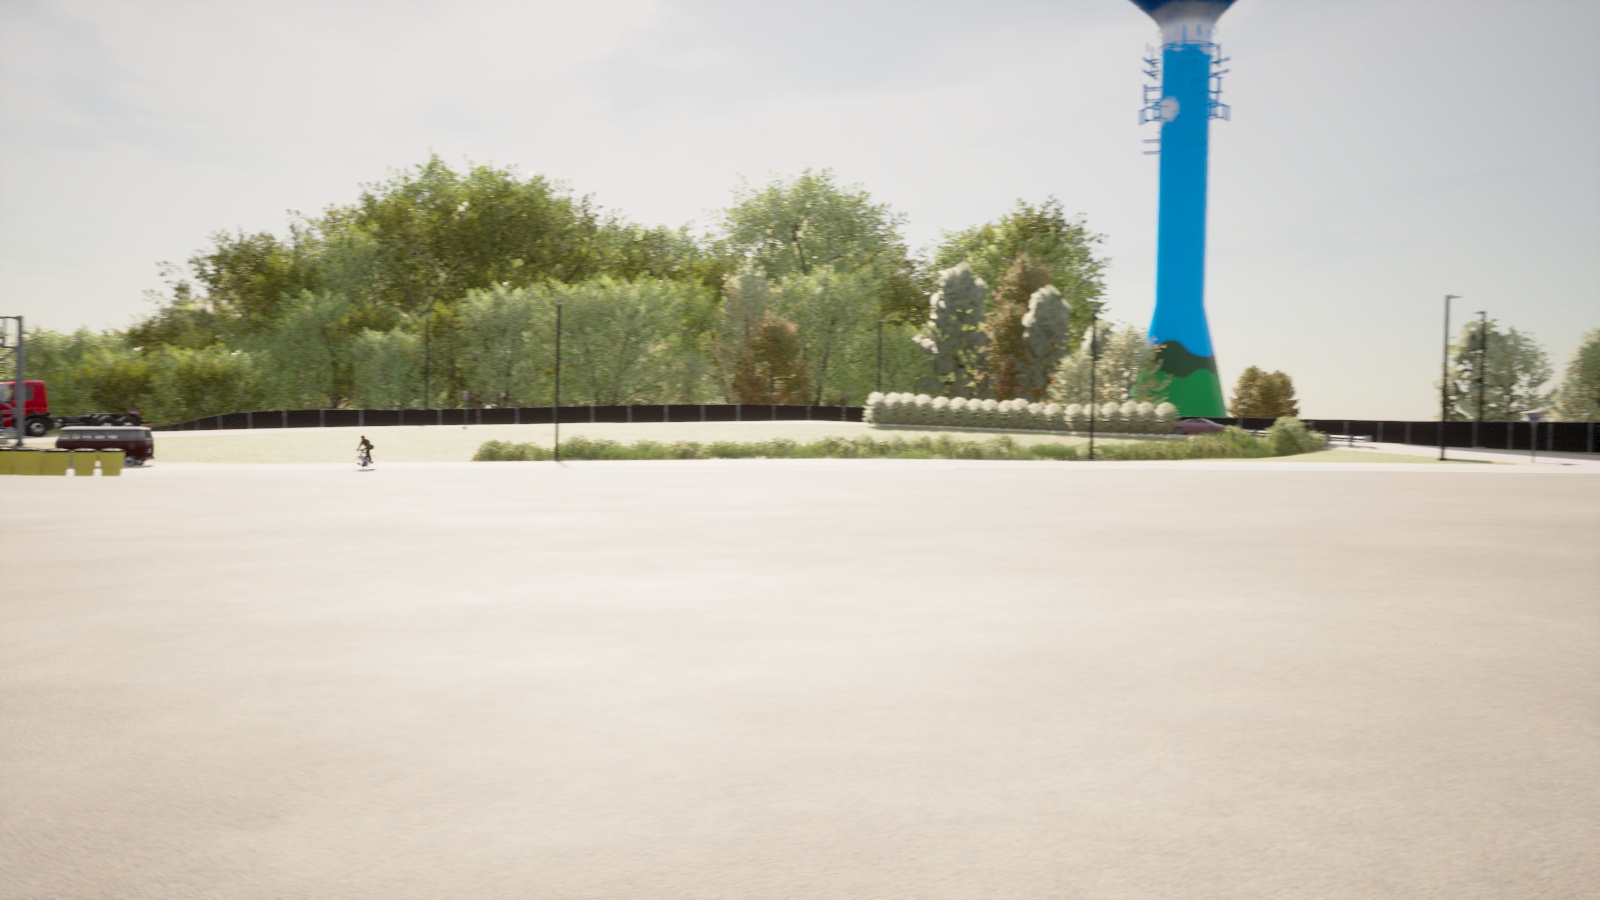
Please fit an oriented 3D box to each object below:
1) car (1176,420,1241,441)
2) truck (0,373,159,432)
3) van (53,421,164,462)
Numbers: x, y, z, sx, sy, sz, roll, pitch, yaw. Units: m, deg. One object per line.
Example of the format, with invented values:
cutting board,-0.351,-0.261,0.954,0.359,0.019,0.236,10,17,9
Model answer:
car,30.745,-1.473,94.524,4.181,1.385,1.994,4,2,34
truck,-44.162,-2.939,77.133,7.936,3.462,2.891,-3,3,-43
van,-33.997,-0.436,61.841,4.442,1.987,1.775,0,2,-11
